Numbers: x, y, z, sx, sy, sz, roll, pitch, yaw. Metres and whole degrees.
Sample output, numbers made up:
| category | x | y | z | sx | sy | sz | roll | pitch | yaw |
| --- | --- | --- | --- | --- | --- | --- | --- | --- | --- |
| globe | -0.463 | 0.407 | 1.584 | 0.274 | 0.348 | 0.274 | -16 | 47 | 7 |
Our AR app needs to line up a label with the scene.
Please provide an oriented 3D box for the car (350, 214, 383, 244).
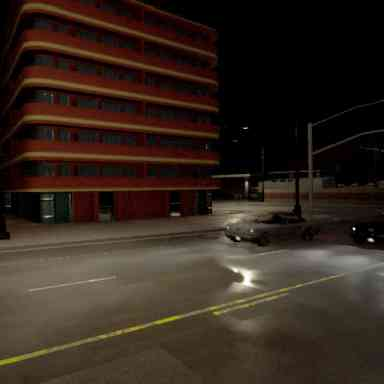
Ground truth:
| category | x | y | z | sx | sy | sz | roll | pitch | yaw |
| --- | --- | --- | --- | --- | --- | --- | --- | --- | --- |
| car | 8.993 | 1.605 | 14.624 | 4.718 | 1.301 | 1.895 | 0 | 0 | -35 |

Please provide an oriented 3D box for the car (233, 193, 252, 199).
| category | x | y | z | sx | sy | sz | roll | pitch | yaw |
| --- | --- | --- | --- | --- | --- | --- | --- | --- | --- |
| car | 12.890 | 1.061 | 81.963 | 3.806 | 1.475 | 1.970 | -1 | 1 | -35 |

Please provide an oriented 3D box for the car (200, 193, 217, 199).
| category | x | y | z | sx | sy | sz | roll | pitch | yaw |
| --- | --- | --- | --- | --- | --- | --- | --- | --- | --- |
| car | 4.687 | 1.133 | 95.099 | 4.892 | 1.490 | 1.837 | -1 | 1 | -36 |

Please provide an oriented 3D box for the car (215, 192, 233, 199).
| category | x | y | z | sx | sy | sz | roll | pitch | yaw |
| --- | --- | --- | --- | --- | --- | --- | --- | --- | --- |
| car | 8.918 | 0.930 | 86.185 | 4.611 | 1.667 | 2.242 | -1 | 1 | -35 |

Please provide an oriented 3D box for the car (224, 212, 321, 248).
| category | x | y | z | sx | sy | sz | roll | pitch | yaw |
| --- | --- | --- | --- | --- | --- | --- | --- | --- | --- |
| car | 3.739 | 1.628 | 15.215 | 4.718 | 1.301 | 1.895 | 0 | 0 | -35 |
